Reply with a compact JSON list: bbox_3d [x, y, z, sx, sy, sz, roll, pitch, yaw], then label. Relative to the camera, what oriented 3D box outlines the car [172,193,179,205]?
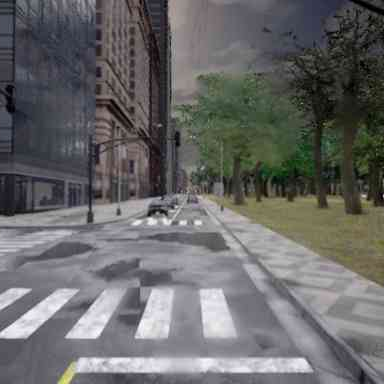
[{"bbox_3d":[-3.067,1.324,51.675,1.837,1.490,4.892,0,0,0],"label":"car"}]

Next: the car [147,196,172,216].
[{"bbox_3d":[-3.123,1.418,31.131,2.033,1.411,5.357,0,0,-4],"label":"car"}]

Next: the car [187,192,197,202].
[{"bbox_3d":[0.009,1.005,71.014,2.150,2.045,5.566,0,0,0],"label":"car"}]

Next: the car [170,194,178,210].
[{"bbox_3d":[-3.091,1.349,41.264,1.837,1.490,4.892,0,0,0],"label":"car"}]

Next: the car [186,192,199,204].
[{"bbox_3d":[0.108,1.295,58.475,2.128,1.511,4.902,0,0,0],"label":"car"}]
